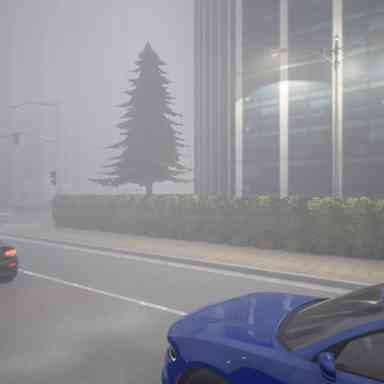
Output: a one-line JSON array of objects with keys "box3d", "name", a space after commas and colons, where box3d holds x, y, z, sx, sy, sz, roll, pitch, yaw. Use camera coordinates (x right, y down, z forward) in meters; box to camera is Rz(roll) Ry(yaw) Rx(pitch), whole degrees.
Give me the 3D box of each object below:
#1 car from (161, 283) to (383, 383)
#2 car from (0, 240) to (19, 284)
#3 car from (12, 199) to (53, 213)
[{"box3d": [1.995, 1.478, 2.571, 5.008, 1.535, 1.882, 0, 0, 36], "name": "car"}, {"box3d": [-6.134, 1.525, 8.321, 4.674, 1.442, 1.812, 0, 0, 36], "name": "car"}, {"box3d": [-17.157, 1.545, 37.407, 2.033, 1.411, 5.357, 0, 0, 36], "name": "car"}]
